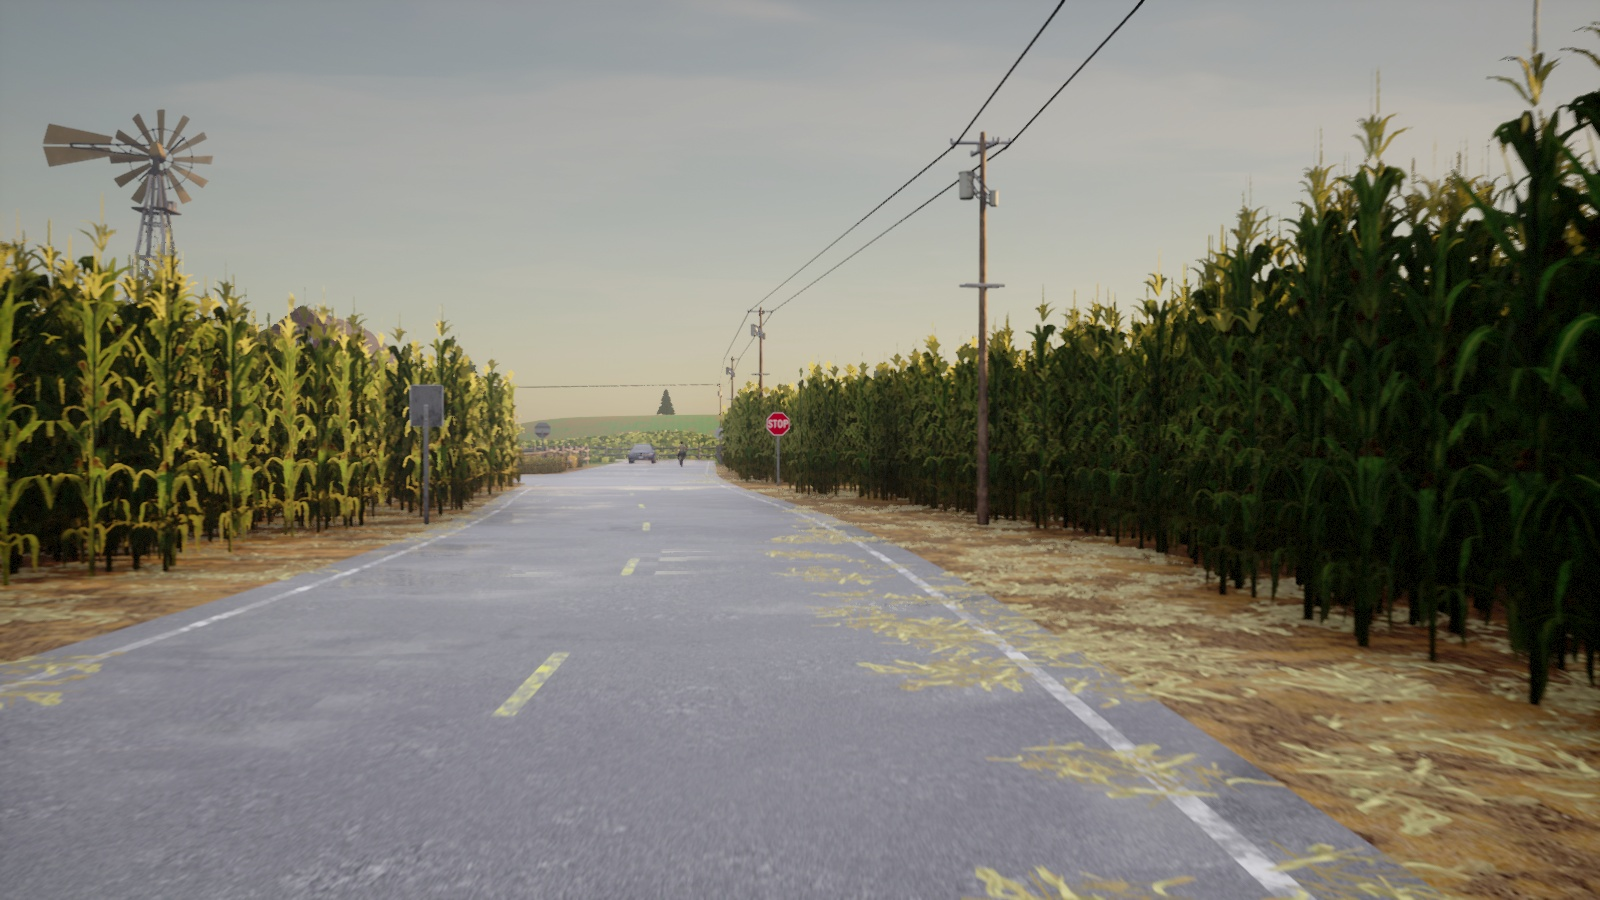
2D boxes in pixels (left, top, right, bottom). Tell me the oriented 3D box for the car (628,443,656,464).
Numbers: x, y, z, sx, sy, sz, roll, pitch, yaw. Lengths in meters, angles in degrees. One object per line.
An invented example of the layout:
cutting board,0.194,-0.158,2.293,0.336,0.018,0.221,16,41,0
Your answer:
car,-11.452,0.249,91.194,1.812,1.442,4.674,0,0,-4
